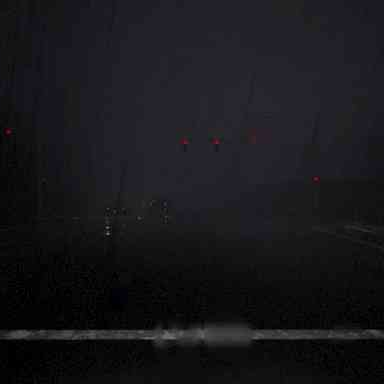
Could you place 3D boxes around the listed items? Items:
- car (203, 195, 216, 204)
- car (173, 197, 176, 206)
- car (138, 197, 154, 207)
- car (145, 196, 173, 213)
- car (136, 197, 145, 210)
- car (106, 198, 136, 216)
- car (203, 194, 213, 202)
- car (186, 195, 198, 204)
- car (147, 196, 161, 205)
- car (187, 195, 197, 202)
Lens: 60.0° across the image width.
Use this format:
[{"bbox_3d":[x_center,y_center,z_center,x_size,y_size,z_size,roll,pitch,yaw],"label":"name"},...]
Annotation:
[{"bbox_3d":[3.623,1.547,64.238,2.033,1.411,5.357,0,0,0],"label":"car"},{"bbox_3d":[-3.581,1.564,45.562,1.994,1.385,4.181,0,0,0],"label":"car"},{"bbox_3d":[-7.076,1.505,51.677,1.837,1.490,4.892,0,0,0],"label":"car"},{"bbox_3d":[-3.578,1.352,36.992,2.097,1.767,4.553,0,0,0],"label":"car"},{"bbox_3d":[-7.082,1.478,42.191,1.882,1.535,5.008,0,0,0],"label":"car"},{"bbox_3d":[-7.085,1.526,32.897,1.812,1.442,4.674,0,0,0],"label":"car"},{"bbox_3d":[3.523,1.355,74.460,2.097,1.767,4.553,0,0,0],"label":"car"},{"bbox_3d":[0.018,1.505,63.773,1.837,1.490,4.892,0,0,0],"label":"car"},{"bbox_3d":[-7.046,1.492,62.085,2.128,1.511,4.902,0,0,0],"label":"car"},{"bbox_3d":[0.021,1.413,73.882,1.994,1.385,4.181,0,0,0],"label":"car"}]
